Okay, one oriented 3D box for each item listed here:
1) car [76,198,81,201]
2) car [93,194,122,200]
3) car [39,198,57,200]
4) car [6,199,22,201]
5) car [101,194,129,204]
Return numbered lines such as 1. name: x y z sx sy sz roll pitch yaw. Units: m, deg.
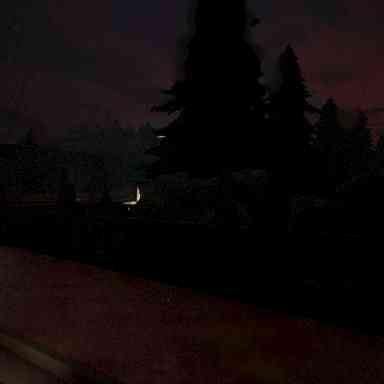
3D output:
1. car: -19.892 1.506 53.102 1.812 1.442 4.674 0 1 35
2. car: -14.557 1.391 54.546 2.128 1.511 4.902 0 2 36
3. car: -20.454 1.526 46.320 1.812 1.442 4.674 0 0 36
4. car: -25.029 1.601 45.955 1.895 1.301 4.718 0 0 36
5. car: -14.070 1.184 61.218 1.837 1.490 4.892 0 3 36
